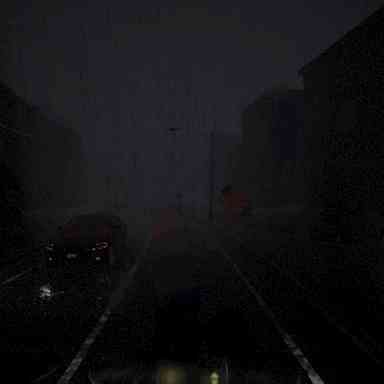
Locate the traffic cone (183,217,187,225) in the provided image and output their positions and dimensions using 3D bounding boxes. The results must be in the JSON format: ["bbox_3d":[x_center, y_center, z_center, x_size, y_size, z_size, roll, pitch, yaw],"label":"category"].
[{"bbox_3d":[-0.528,2.144,24.457,0.340,0.580,0.340,0,-1,-4],"label":"traffic cone"}]

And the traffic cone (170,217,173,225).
[{"bbox_3d":[-1.524,2.148,24.378,0.340,0.580,0.340,0,-1,-4],"label":"traffic cone"}]

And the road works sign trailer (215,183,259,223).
[{"bbox_3d":[3.289,1.114,24.200,2.380,2.880,3.560,46,22,21],"label":"road works sign trailer"}]

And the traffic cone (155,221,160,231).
[{"bbox_3d":[-2.044,2.037,18.314,0.340,0.580,0.340,0,-1,-5],"label":"traffic cone"}]

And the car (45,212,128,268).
[{"bbox_3d":[-3.428,1.493,11.602,1.882,1.535,5.008,0,0,-3],"label":"car"}]
